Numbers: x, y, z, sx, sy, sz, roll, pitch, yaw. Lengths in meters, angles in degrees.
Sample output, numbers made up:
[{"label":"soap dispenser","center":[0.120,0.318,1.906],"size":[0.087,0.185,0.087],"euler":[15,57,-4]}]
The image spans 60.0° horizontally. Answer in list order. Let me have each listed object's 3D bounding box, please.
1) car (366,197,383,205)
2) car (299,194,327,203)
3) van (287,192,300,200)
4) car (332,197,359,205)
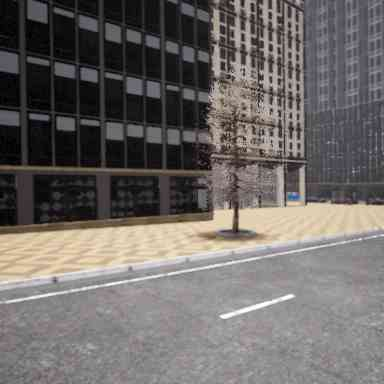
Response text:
[{"label":"car","center":[28.923,1.460,50.776],"size":[1.947,1.339,4.313],"euler":[-1,1,-37]},{"label":"car","center":[22.163,1.380,59.917],"size":[1.947,1.339,4.313],"euler":[-1,1,-37]},{"label":"van","center":[22.091,0.938,74.066],"size":[1.690,1.788,3.998],"euler":[-1,1,-37]},{"label":"car","center":[25.526,1.436,55.336],"size":[1.802,1.307,4.206],"euler":[-1,1,-37]}]
